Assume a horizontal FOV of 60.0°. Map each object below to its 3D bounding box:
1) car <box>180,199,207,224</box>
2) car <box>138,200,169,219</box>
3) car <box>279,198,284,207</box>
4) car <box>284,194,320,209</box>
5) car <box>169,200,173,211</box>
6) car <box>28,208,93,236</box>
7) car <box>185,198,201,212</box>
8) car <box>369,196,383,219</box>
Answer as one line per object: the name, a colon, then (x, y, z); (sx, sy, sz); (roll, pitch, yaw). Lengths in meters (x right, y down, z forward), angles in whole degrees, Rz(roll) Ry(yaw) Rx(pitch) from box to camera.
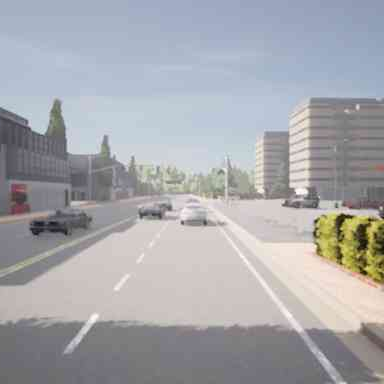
car: (0.121, 1.523, 24.322); (1.812, 1.442, 4.674); (0, 0, 0)
car: (-3.394, 1.597, 29.081); (1.895, 1.301, 4.718); (0, 0, 0)
car: (14.307, 1.151, 45.453); (4.605, 1.855, 1.932); (0, 0, -1)
car: (14.324, 1.154, 42.558); (3.866, 1.878, 1.905); (0, 0, -1)
car: (-3.415, 1.596, 40.917); (1.895, 1.301, 4.718); (0, 0, 0)
car: (-7.053, 1.598, 18.355); (1.895, 1.301, 4.718); (0, 0, 0)
car: (0.128, 1.521, 39.510); (1.812, 1.442, 4.674); (0, 0, 0)
car: (14.847, 1.156, 22.942); (3.866, 1.878, 1.905); (0, 0, -1)
